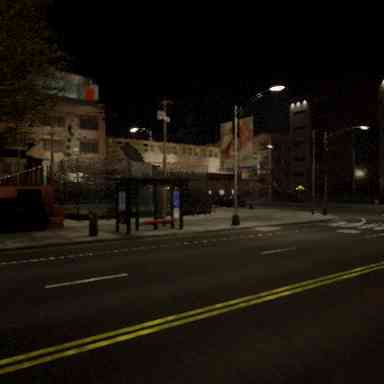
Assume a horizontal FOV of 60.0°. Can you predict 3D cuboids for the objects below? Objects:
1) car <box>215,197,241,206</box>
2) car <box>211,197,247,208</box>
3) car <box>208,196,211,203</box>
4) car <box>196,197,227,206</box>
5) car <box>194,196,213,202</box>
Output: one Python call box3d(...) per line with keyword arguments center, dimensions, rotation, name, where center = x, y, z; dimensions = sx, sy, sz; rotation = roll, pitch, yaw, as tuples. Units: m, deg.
box3d(center=(5.946, 1.501, 55.244), dimensions=(1.994, 1.385, 4.181), rotation=(0, 0, -35), name="car")
box3d(center=(5.335, 1.427, 45.085), dimensions=(2.097, 1.535, 5.008), rotation=(0, 0, -35), name="car")
box3d(center=(1.537, 1.302, 50.269), dimensions=(2.185, 1.767, 4.553), rotation=(0, 0, -35), name="car")
box3d(center=(3.009, 1.490, 53.320), dimensions=(2.033, 1.411, 5.357), rotation=(0, 0, -35), name="car")
box3d(center=(2.654, 1.514, 77.910), dimensions=(1.895, 1.301, 4.718), rotation=(0, 0, -35), name="car")
